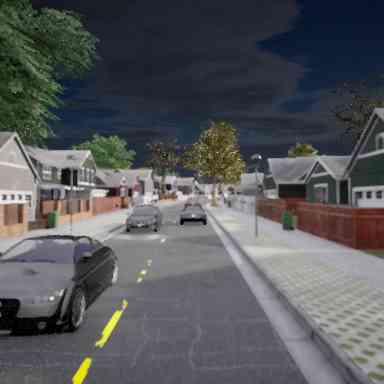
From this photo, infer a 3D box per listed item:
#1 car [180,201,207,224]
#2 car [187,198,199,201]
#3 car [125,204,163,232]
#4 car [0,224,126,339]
[{"bbox_3d":[0.101,1.635,25.288,1.994,1.385,4.181,0,0,0],"label":"car"},{"bbox_3d":[0.122,1.473,41.810,2.097,1.767,4.553,0,0,0],"label":"car"},{"bbox_3d":[-2.822,1.561,20.384,1.837,1.490,4.892,0,0,0],"label":"car"},{"bbox_3d":[-2.827,1.583,6.693,1.994,1.385,4.181,0,0,0],"label":"car"}]
